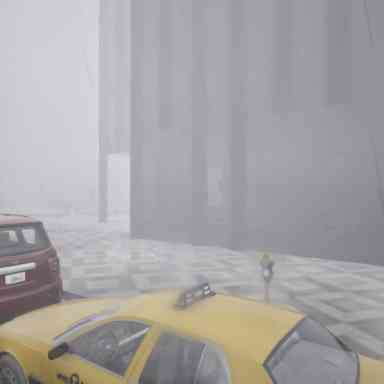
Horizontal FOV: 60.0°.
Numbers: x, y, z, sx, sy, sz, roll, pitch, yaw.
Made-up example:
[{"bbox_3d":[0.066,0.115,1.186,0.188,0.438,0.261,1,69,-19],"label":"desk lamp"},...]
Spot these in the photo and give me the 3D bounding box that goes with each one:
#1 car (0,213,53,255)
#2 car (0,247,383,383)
[{"bbox_3d":[-4.461,1.314,6.148,5.009,1.841,2.192,0,0,36],"label":"car"},{"bbox_3d":[-0.185,1.525,3.093,4.829,1.417,1.752,0,0,36],"label":"car"}]
